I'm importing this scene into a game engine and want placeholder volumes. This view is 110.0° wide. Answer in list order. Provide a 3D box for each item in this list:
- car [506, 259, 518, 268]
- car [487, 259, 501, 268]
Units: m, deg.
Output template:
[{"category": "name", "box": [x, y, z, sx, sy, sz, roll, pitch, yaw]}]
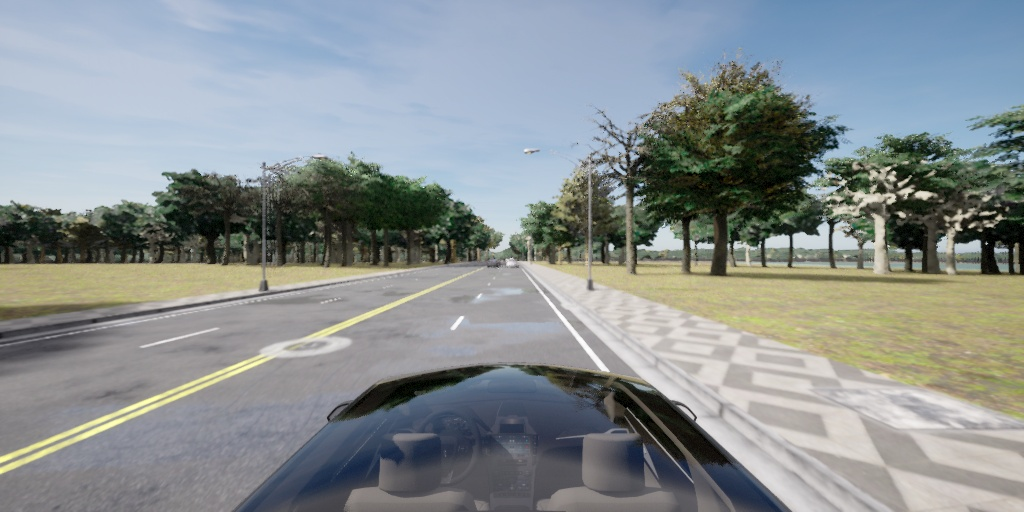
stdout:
[{"category": "car", "box": [0.001, 1.330, 61.744, 1.812, 1.442, 4.674, 0, 0, 0]}, {"category": "car", "box": [-3.249, 1.297, 61.745, 2.128, 1.511, 4.902, 0, 0, 0]}]
